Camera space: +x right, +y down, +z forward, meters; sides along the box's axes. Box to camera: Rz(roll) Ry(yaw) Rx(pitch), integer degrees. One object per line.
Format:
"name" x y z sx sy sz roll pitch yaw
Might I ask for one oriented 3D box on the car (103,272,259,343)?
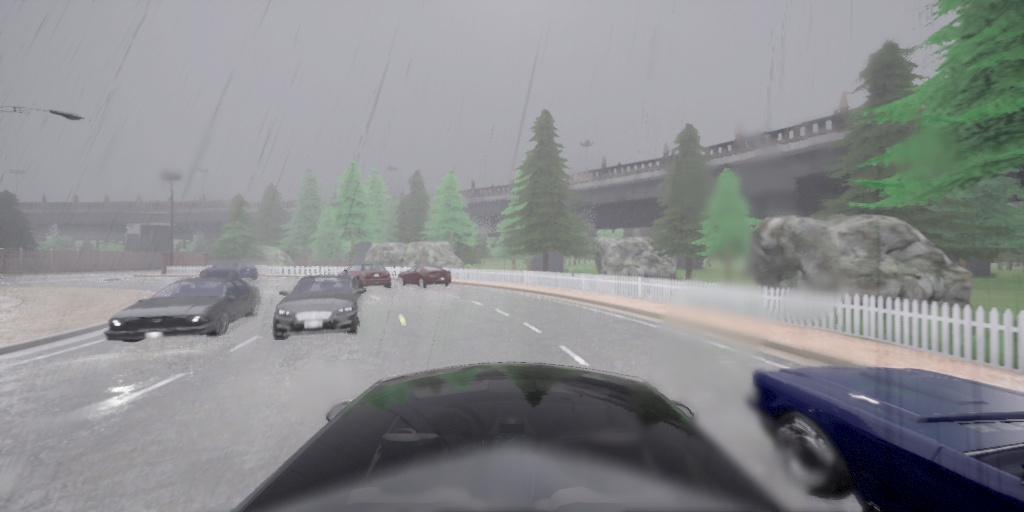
"car" -8.818 1.357 10.331 2.033 1.411 5.357 0 0 -22

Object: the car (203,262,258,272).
"car" -24.880 1.300 31.643 4.553 1.767 2.097 0 0 14

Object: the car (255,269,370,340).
"car" -5.369 1.296 10.406 2.128 1.511 4.902 0 0 -21

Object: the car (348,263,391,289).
"car" -9.829 1.234 23.666 2.097 1.767 4.553 0 -1 -44

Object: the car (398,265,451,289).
"car" -6.159 1.364 24.978 1.882 1.535 5.008 0 -1 -42

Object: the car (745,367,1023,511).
"car" 3.423 1.345 1.543 1.895 1.301 4.718 0 0 -3
